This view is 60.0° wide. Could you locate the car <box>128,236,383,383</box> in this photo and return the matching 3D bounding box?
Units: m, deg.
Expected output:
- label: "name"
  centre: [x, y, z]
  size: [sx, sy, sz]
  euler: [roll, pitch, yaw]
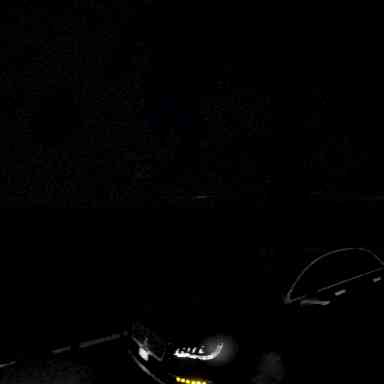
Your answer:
- label: "car"
  centre: [1.453, 1.505, 5.026]
  size: [4.892, 1.490, 1.837]
  euler: [0, 0, -35]
